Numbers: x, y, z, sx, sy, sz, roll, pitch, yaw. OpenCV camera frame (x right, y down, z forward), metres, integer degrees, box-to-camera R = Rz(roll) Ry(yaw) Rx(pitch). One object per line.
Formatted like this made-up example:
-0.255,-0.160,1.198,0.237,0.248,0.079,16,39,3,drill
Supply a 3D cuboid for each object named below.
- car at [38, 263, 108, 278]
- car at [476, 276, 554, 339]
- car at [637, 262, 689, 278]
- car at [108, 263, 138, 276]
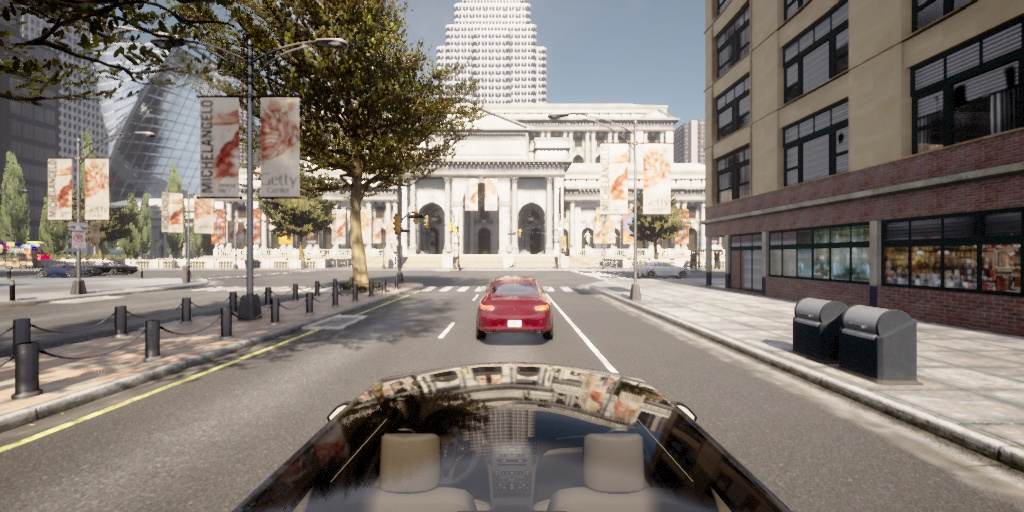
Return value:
-41.053,1.302,33.397,4.181,1.385,1.994,0,0,0,car
0.074,1.273,9.929,1.812,1.442,4.674,0,0,0,car
13.889,1.264,33.198,4.674,1.442,1.812,0,0,0,car
-41.600,1.337,36.913,4.718,1.301,1.895,0,0,0,car
